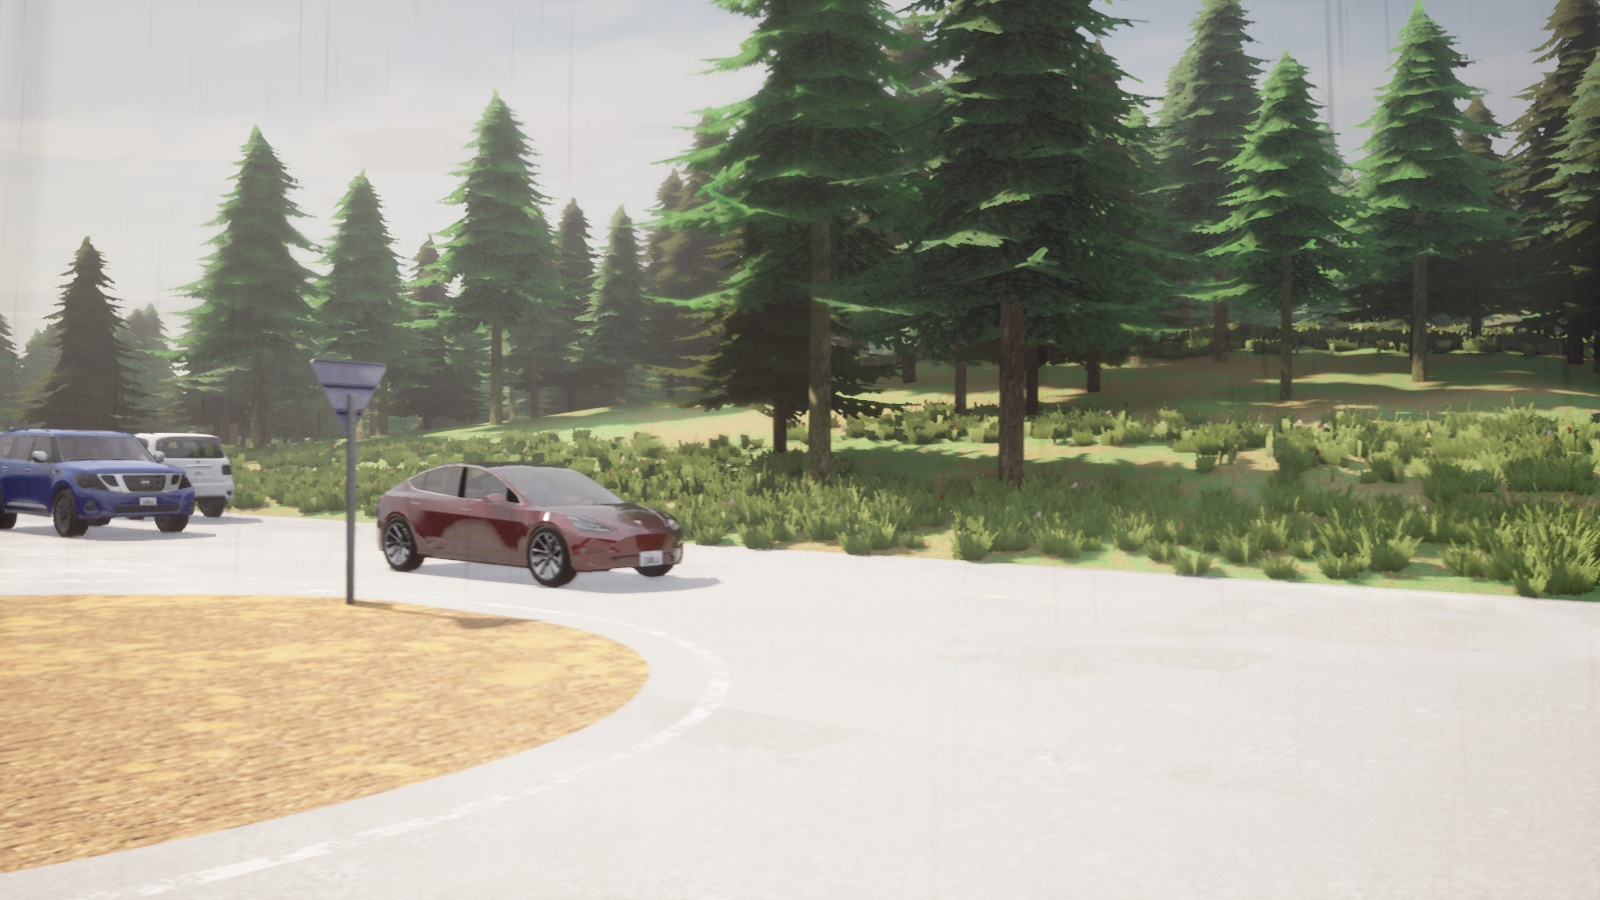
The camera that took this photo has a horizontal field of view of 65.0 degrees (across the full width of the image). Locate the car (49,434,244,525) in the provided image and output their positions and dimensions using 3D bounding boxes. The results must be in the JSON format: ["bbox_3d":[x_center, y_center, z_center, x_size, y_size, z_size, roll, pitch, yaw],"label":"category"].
[{"bbox_3d":[-16.137,0.682,30.884,5.566,2.045,2.150,0,0,38],"label":"car"}]

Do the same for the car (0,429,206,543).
[{"bbox_3d":[-14.252,0.653,24.950,5.566,2.045,2.150,0,0,38],"label":"car"}]

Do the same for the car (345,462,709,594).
[{"bbox_3d":[-3.713,0.910,16.661,4.792,1.488,2.163,0,0,38],"label":"car"}]
